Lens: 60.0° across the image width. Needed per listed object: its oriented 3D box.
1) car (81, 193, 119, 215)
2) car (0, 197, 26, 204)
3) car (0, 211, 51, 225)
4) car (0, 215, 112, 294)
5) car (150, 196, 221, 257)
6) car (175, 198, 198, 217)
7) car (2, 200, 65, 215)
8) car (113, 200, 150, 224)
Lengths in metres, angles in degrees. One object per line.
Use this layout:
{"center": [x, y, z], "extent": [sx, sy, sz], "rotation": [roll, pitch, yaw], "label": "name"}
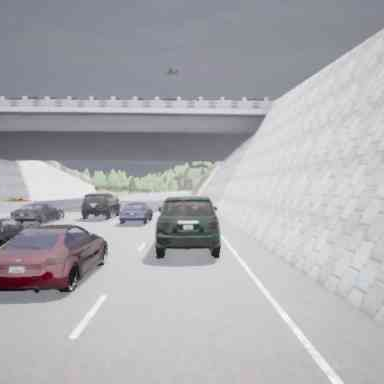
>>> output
{"center": [-7.469, 1.137, 27.656], "extent": [2.150, 2.045, 5.566], "rotation": [0, 0, -1], "label": "car"}
{"center": [-21.919, 1.416, 40.976], "extent": [1.882, 1.535, 5.008], "rotation": [0, 0, -1], "label": "car"}
{"center": [-7.147, 1.587, 12.030], "extent": [1.895, 1.301, 4.718], "rotation": [0, 0, -1], "label": "car"}
{"center": [-3.597, 1.544, 8.787], "extent": [1.994, 1.385, 4.181], "rotation": [0, 0, -1], "label": "car"}
{"center": [-0.161, 1.163, 12.790], "extent": [2.150, 2.045, 5.566], "rotation": [0, 0, -1], "label": "car"}
{"center": [-0.521, 1.343, 30.409], "extent": [1.882, 1.535, 5.008], "rotation": [0, 0, -1], "label": "car"}
{"center": [-10.908, 1.502, 23.731], "extent": [2.033, 1.411, 5.357], "rotation": [0, 0, -1], "label": "car"}
{"center": [-3.909, 1.461, 23.876], "extent": [2.033, 1.411, 5.357], "rotation": [0, 0, -1], "label": "car"}
